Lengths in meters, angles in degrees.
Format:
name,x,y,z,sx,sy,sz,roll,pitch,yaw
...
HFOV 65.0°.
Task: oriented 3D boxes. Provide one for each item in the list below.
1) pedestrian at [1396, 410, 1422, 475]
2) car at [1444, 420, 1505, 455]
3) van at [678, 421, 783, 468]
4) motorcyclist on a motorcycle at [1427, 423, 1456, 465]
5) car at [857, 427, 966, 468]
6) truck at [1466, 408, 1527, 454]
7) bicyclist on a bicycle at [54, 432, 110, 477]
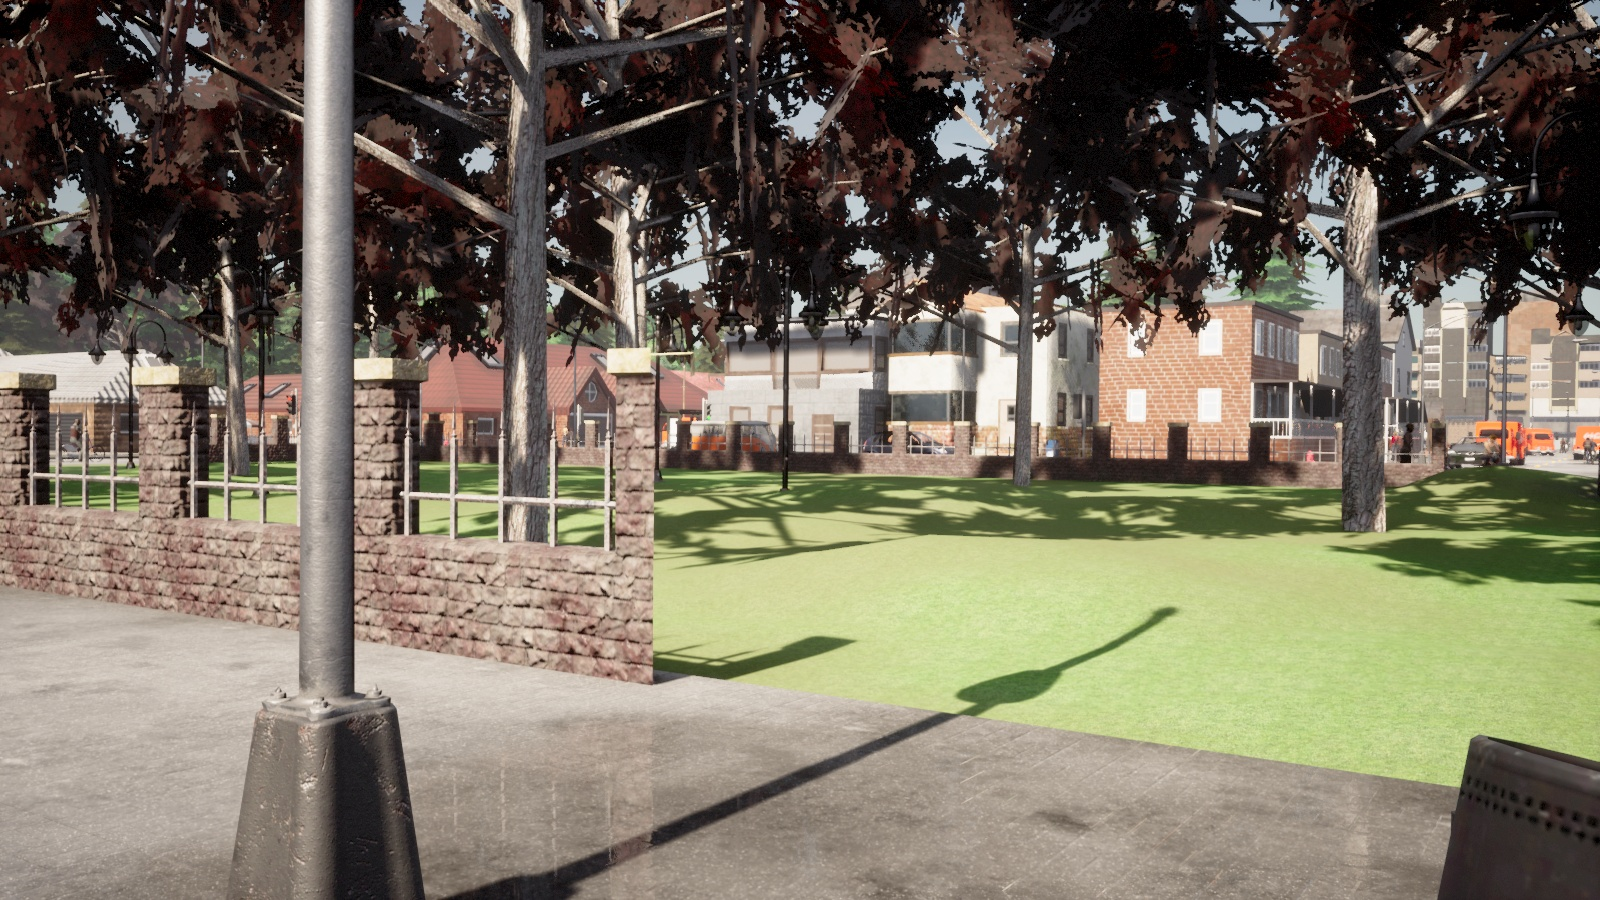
name,x,y,z,sx,sy,sz,roll,pitch,yaw
pedestrian,17.375,-0.206,35.831,0.634,1.846,0.331,0,1,35
car,32.908,-0.624,61.200,2.152,1.651,5.027,0,1,34
van,-3.100,-0.253,55.745,4.442,1.987,1.775,0,1,31
motorcyclist on a motorcycle,25.874,-0.244,50.620,0.766,1.649,2.350,0,1,34
car,4.492,-0.106,50.719,3.988,1.617,1.851,0,1,32
truck,39.347,-1.080,70.891,2.627,2.467,5.204,0,1,34
bicyclist on a bicycle,-28.707,0.170,50.232,0.659,1.776,1.843,0,1,32
